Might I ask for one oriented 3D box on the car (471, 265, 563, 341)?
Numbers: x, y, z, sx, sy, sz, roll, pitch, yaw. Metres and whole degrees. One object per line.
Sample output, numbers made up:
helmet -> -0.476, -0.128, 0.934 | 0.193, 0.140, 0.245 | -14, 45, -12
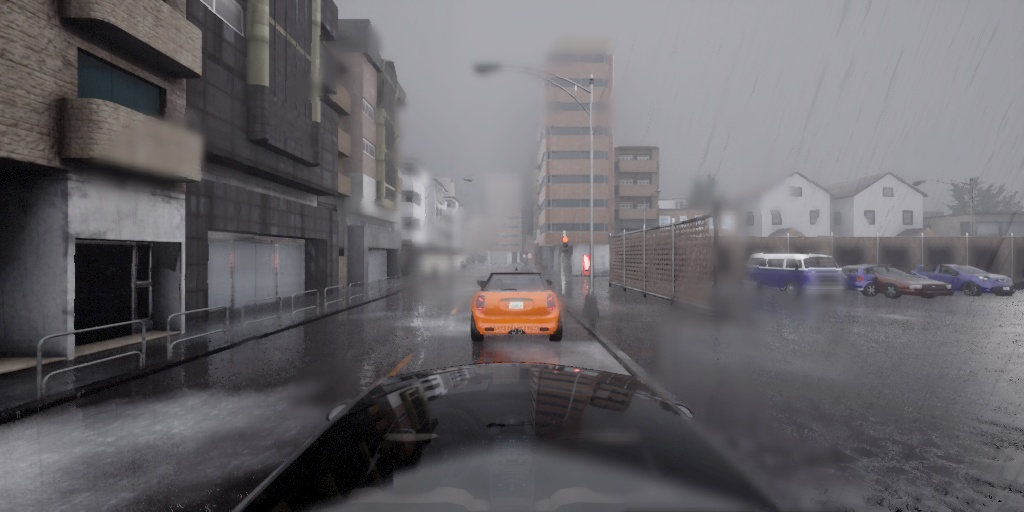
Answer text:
car -> 0.102, 1.102, 10.009 | 2.097, 1.767, 4.553 | 0, 0, 0
